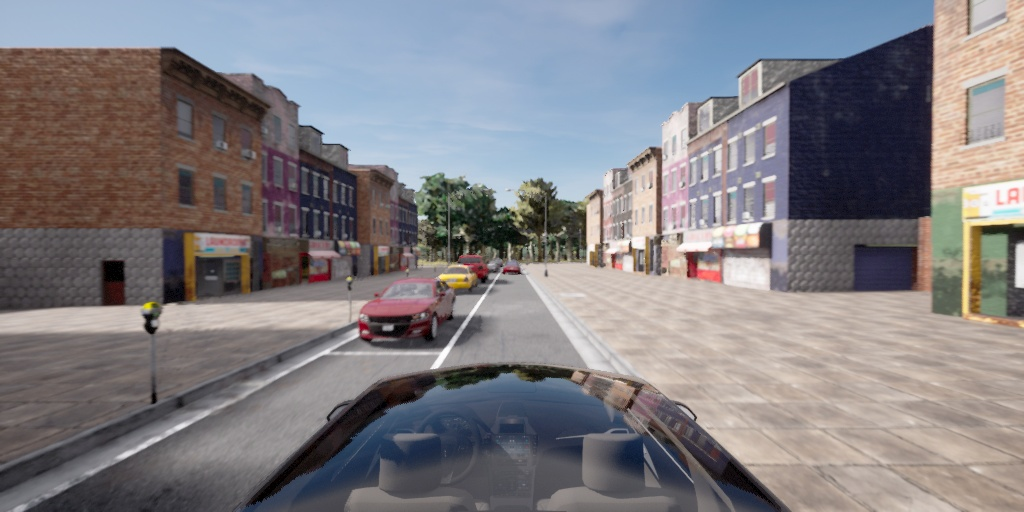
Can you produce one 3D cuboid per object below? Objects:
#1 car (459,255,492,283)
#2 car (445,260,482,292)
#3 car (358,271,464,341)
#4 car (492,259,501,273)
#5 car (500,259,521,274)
[{"bbox_3d":[-2.999,0.975,27.813,2.150,2.045,5.566,0,0,0],"label":"car"},{"bbox_3d":[-3.038,1.204,20.973,1.801,1.575,5.366,0,0,0],"label":"car"},{"bbox_3d":[-2.644,1.293,9.904,1.888,1.381,4.507,0,0,0],"label":"car"},{"bbox_3d":[-2.666,1.300,42.512,2.007,1.370,4.403,0,0,0],"label":"car"},{"bbox_3d":[0.008,1.315,40.961,1.994,1.385,4.181,0,0,0],"label":"car"}]
